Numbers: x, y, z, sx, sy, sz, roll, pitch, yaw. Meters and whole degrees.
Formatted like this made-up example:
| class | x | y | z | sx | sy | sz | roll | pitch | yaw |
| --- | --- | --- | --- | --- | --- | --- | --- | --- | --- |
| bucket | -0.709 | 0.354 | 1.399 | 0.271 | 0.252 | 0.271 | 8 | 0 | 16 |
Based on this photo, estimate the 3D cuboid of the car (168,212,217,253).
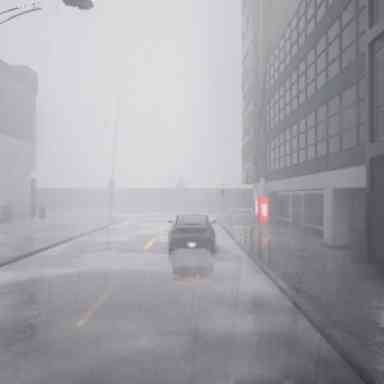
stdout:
| class | x | y | z | sx | sy | sz | roll | pitch | yaw |
| --- | --- | --- | --- | --- | --- | --- | --- | --- | --- |
| car | 0.003 | 1.642 | 14.307 | 1.837 | 1.490 | 4.892 | 0 | 0 | 0 |
